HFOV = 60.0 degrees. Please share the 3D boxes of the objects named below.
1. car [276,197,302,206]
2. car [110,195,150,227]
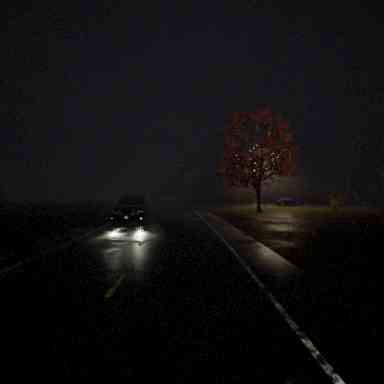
[{"bbox_3d":[16.241,1.596,56.027,4.181,1.385,1.994,0,1,-3],"label":"car"},{"bbox_3d":[-4.200,1.216,23.394,2.150,2.045,5.566,0,0,-3],"label":"car"}]
